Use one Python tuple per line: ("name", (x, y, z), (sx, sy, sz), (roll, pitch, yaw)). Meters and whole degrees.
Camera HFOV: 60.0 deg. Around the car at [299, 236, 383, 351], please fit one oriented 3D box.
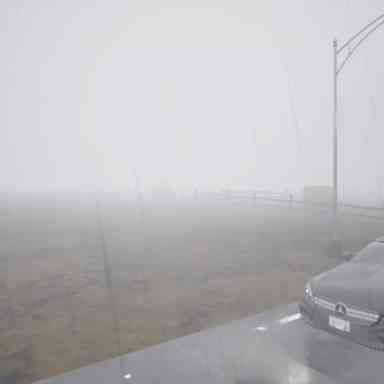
("car", (3.884, 1.522, 5.853), (4.674, 1.442, 1.812), (0, 0, -36))
